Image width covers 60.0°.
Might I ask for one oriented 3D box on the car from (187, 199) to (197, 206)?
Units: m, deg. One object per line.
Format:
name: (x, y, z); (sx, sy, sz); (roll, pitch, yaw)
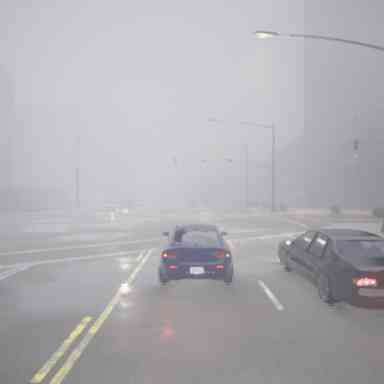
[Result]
car: (-0.011, 2.220, 72.479); (1.882, 1.535, 5.008); (0, -1, 0)

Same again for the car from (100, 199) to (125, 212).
car: (-10.574, 1.811, 43.607); (1.812, 1.442, 4.674); (0, -1, 0)

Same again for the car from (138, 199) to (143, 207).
car: (-10.533, 2.072, 63.538); (1.882, 1.535, 5.008); (0, -1, 0)

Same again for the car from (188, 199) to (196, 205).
car: (-0.013, 2.445, 82.926); (1.895, 1.301, 4.718); (0, -1, 0)

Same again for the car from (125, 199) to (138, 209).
car: (-10.568, 1.917, 53.386); (2.128, 1.511, 4.902); (0, -1, 0)

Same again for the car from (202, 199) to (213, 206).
car: (3.490, 2.319, 73.775); (1.994, 1.385, 4.181); (0, -1, 0)

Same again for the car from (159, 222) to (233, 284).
car: (0.100, 1.602, 9.693); (1.812, 1.442, 4.674); (0, -1, 0)

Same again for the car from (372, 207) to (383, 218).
car: (19.027, 1.627, 30.207); (5.008, 1.535, 1.882); (0, 0, 1)

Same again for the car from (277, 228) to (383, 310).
car: (3.608, 1.610, 8.192); (2.033, 1.411, 5.357); (0, 0, 0)

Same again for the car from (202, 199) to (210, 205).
car: (3.487, 2.474, 83.727); (2.033, 1.411, 5.357); (0, -1, 0)
